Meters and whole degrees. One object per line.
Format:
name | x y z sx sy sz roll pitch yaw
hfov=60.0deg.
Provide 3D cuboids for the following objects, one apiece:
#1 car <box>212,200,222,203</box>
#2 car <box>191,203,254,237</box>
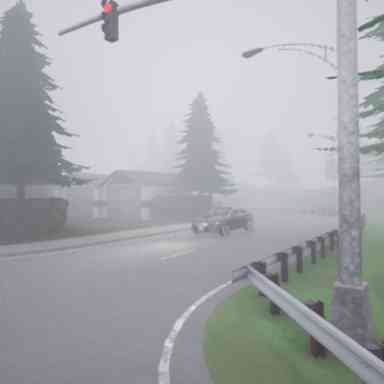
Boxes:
car | 1.179 1.459 40.024 5.566 2.045 2.150 -1 -1 37
car | 1.856 1.573 18.863 2.128 1.511 4.902 -1 0 35
